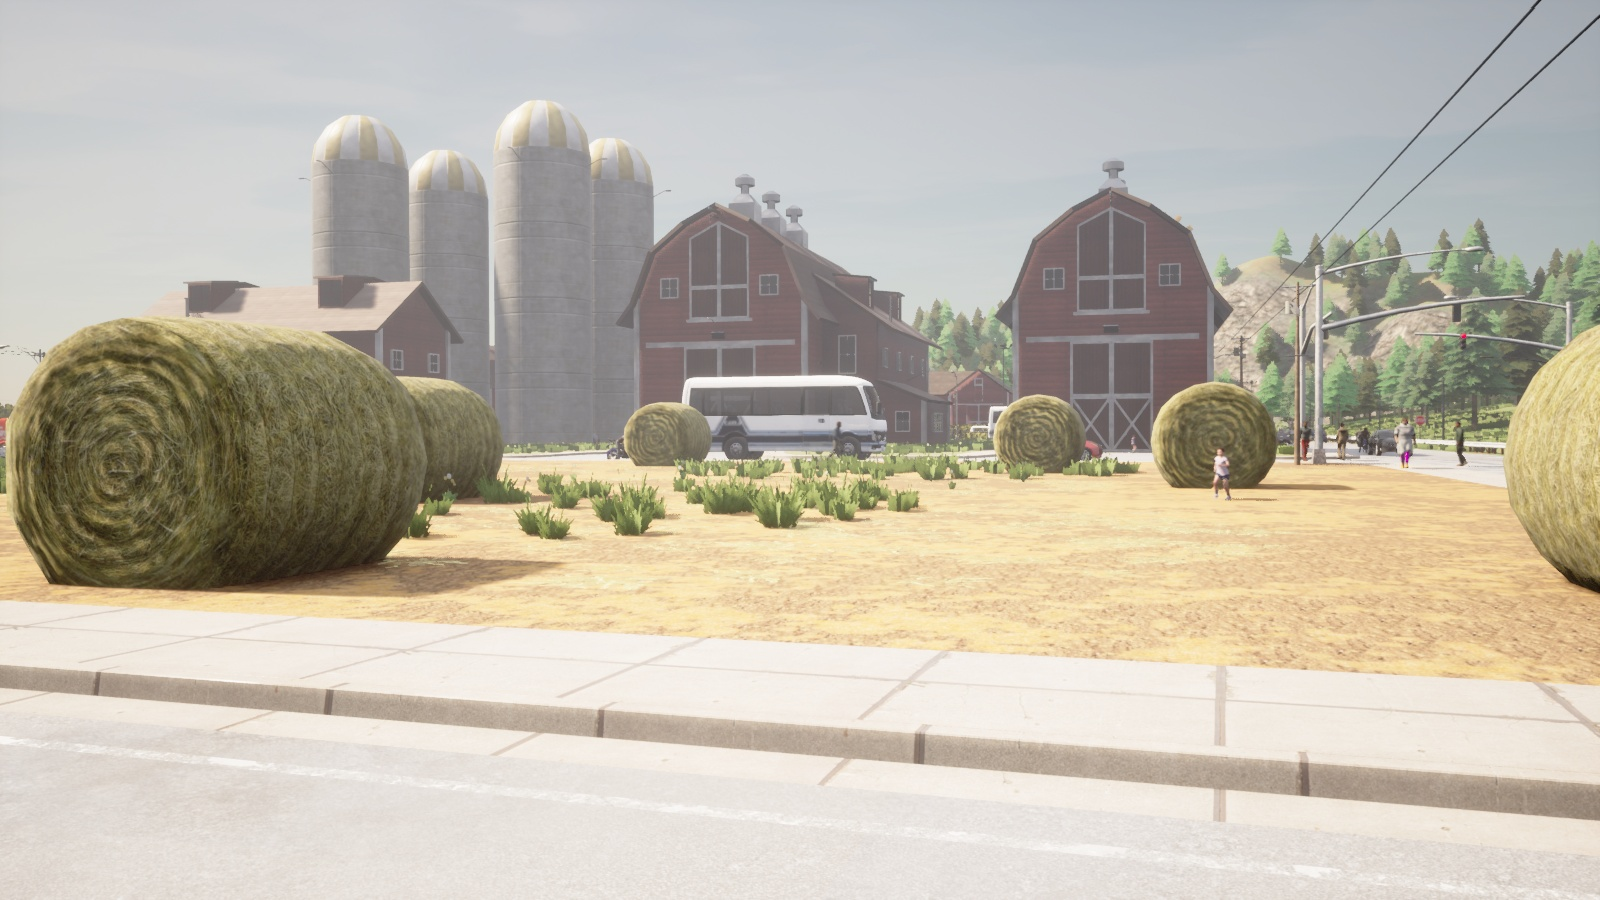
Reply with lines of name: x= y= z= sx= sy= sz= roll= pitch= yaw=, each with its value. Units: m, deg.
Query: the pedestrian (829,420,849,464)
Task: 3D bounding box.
pedestrian: x=1.605 y=-0.345 z=52.146 sx=0.726 sy=1.835 sz=0.370 roll=1 pitch=1 yaw=24

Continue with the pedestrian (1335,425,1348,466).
pedestrian: x=25.898 y=-0.227 z=60.047 sx=0.396 sy=1.930 sz=0.692 roll=0 pitch=1 yaw=12

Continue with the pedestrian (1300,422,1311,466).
pedestrian: x=21.664 y=-0.257 z=53.831 sx=0.353 sy=1.847 sz=0.614 roll=1 pitch=1 yaw=18

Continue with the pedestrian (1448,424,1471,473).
pedestrian: x=26.562 y=-0.068 z=50.547 sx=0.788 sy=1.949 sz=0.423 roll=1 pitch=1 yaw=26

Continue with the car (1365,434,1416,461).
car: x=33.967 y=-0.165 z=72.361 sx=1.837 sy=1.490 sz=4.892 roll=0 pitch=1 yaw=16

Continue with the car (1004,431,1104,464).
car: x=11.986 y=-0.126 z=59.228 sx=4.514 sy=1.525 sz=2.007 roll=0 pitch=1 yaw=15

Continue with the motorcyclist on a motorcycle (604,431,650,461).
motorcyclist on a motorcycle: x=-8.915 y=-0.212 z=64.734 sx=2.191 sy=1.530 sz=0.866 roll=1 pitch=1 yaw=15

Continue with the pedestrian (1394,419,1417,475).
pedestrian: x=21.198 y=-0.116 z=43.988 sx=0.659 sy=1.952 sz=0.873 roll=1 pitch=1 yaw=22

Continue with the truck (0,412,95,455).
truck: x=-44.893 y=-1.009 z=74.209 sx=5.204 sy=2.467 sz=2.627 roll=0 pitch=1 yaw=14

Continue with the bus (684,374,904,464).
bus: x=-0.240 y=-1.542 z=62.431 sx=10.273 sy=4.253 sz=3.944 roll=0 pitch=1 yaw=15

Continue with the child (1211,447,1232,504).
child: x=8.365 y=0.499 z=24.939 sx=0.255 sy=1.110 sz=0.394 roll=1 pitch=1 yaw=41
